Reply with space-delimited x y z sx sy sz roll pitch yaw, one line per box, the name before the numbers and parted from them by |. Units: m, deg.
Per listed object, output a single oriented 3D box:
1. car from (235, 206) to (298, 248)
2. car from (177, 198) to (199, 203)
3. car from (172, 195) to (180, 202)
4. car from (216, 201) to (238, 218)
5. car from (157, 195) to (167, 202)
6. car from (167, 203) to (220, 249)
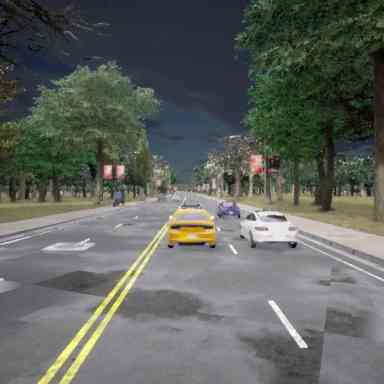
car | 3.238 1.533 14.666 1.812 1.442 4.674 0 0 0
car | -0.046 1.494 29.663 2.128 1.511 4.902 0 0 0
car | -3.546 1.483 75.950 1.812 1.442 4.674 0 0 0
car | 3.204 1.532 29.673 1.812 1.442 4.674 0 0 0
car | -6.795 1.499 75.922 2.033 1.411 5.357 0 0 0
car | -0.012 1.484 14.661 1.882 1.535 5.008 0 0 0
